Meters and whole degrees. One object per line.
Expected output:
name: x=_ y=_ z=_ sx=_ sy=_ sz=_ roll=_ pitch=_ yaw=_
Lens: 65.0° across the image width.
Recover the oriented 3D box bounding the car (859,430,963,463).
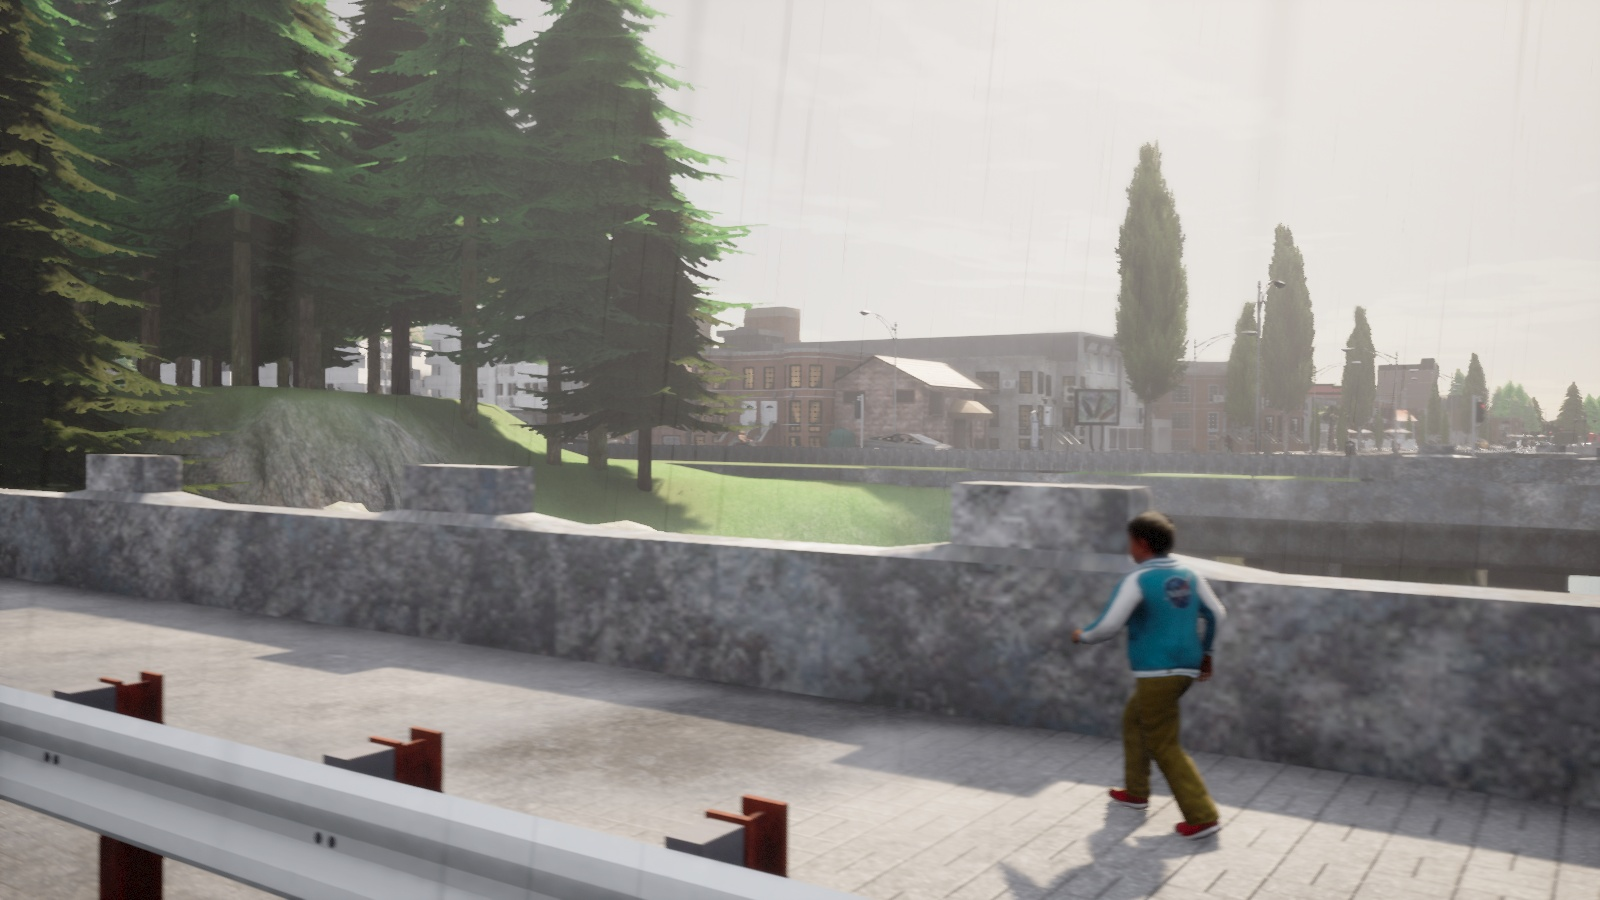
car: x=5.296 y=-0.191 z=60.179 sx=4.514 sy=1.525 sz=2.007 roll=0 pitch=1 yaw=34

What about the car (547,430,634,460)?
car: x=-11.984 y=-0.294 z=71.685 sx=4.611 sy=1.667 sz=2.242 roll=0 pitch=1 yaw=34

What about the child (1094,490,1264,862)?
child: x=1.321 y=0.749 z=4.391 sx=0.343 sy=1.192 sz=0.448 roll=-1 pitch=1 yaw=-39
